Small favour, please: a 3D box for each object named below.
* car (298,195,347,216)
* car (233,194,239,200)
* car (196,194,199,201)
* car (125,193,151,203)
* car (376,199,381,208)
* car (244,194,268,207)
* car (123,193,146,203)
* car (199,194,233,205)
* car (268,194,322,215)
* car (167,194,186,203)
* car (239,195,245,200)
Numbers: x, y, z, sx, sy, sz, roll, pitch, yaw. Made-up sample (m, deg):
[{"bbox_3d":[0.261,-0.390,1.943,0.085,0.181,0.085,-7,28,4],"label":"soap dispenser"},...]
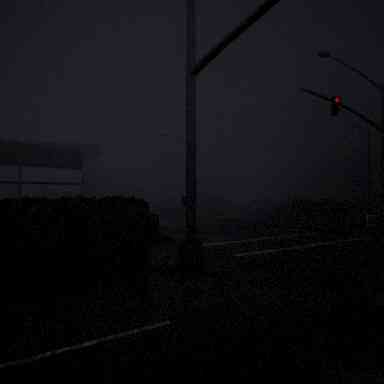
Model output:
[{"bbox_3d":[12.047,1.340,29.998,4.514,1.523,2.007,0,0,-35],"label":"car"},{"bbox_3d":[9.454,1.232,77.931,3.806,1.475,1.970,0,0,-35],"label":"car"},{"bbox_3d":[1.581,1.298,76.875,4.514,1.523,2.007,0,0,-35],"label":"car"},{"bbox_3d":[-9.536,1.361,60.535,3.806,1.475,1.970,0,0,-35],"label":"car"},{"bbox_3d":[25.558,1.384,43.145,3.806,1.475,1.970,0,0,-35],"label":"car"},{"bbox_3d":[9.669,1.320,46.639,3.633,1.501,1.845,0,0,-35],"label":"car"},{"bbox_3d":[-10.947,1.077,63.607,3.866,1.878,1.905,0,0,-35],"label":"car"},{"bbox_3d":[3.959,1.298,54.839,4.514,1.523,2.007,0,0,-35],"label":"car"},{"bbox_3d":[10.200,1.330,32.534,5.027,1.636,2.152,0,0,-35],"label":"car"},{"bbox_3d":[-2.620,1.097,65.441,4.605,1.855,1.932,0,0,-35],"label":"car"},{"bbox_3d":[13.408,1.154,72.866,5.027,1.636,2.152,0,0,-35],"label":"car"}]
